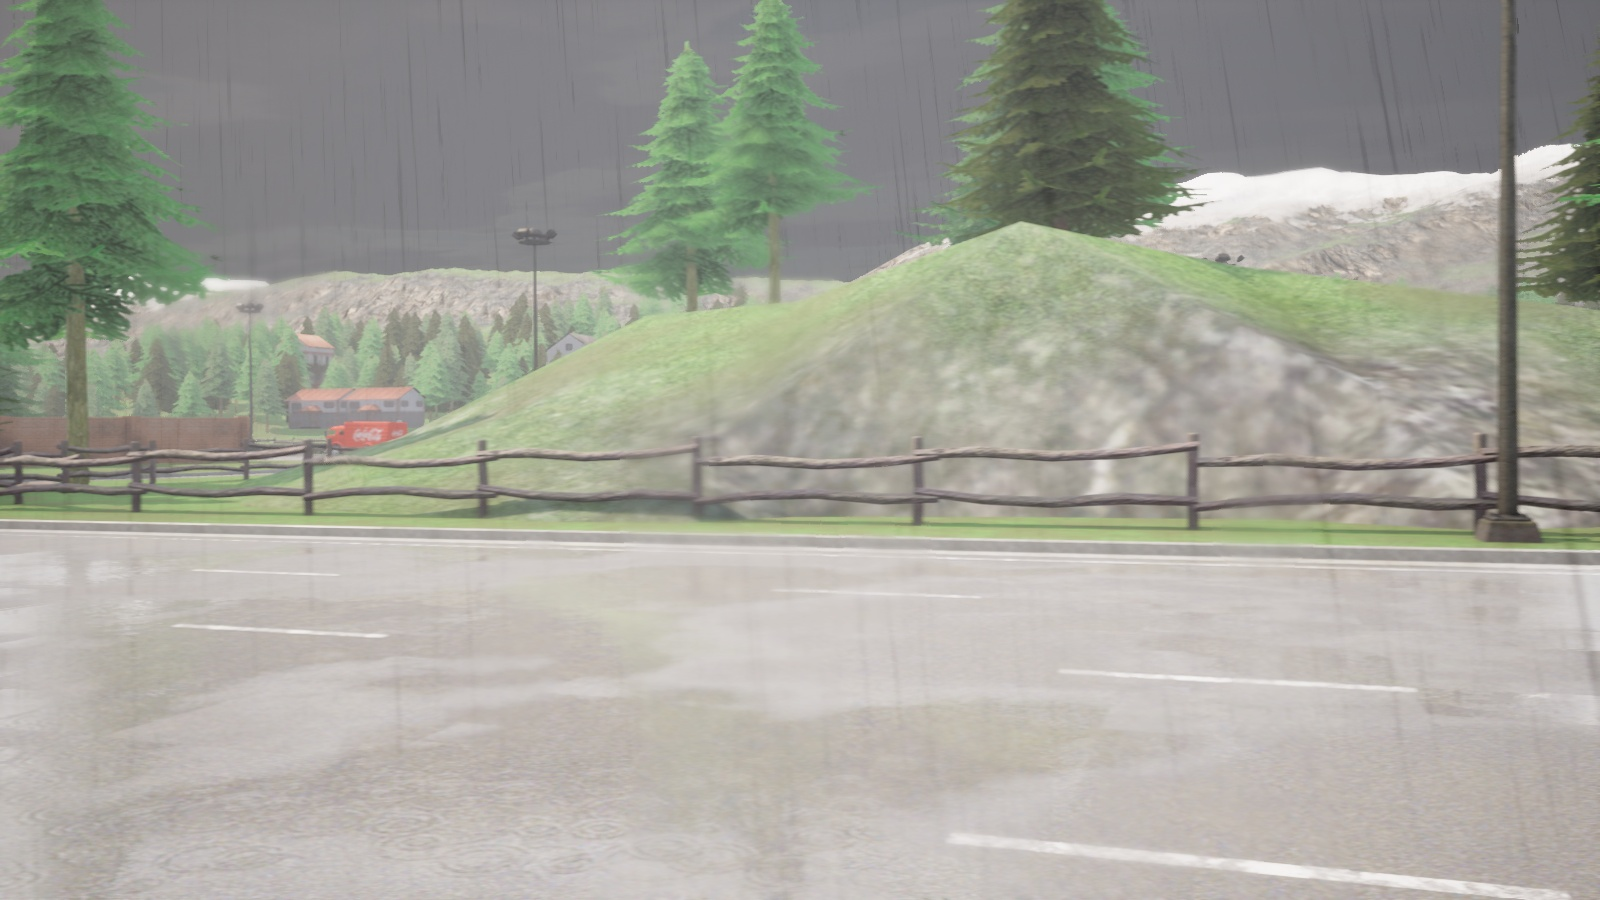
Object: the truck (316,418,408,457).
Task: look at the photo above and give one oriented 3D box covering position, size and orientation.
[{"bbox_3d":[-28.825,-0.829,82.695,5.204,2.467,2.627,1,1,19],"label":"truck"}]
